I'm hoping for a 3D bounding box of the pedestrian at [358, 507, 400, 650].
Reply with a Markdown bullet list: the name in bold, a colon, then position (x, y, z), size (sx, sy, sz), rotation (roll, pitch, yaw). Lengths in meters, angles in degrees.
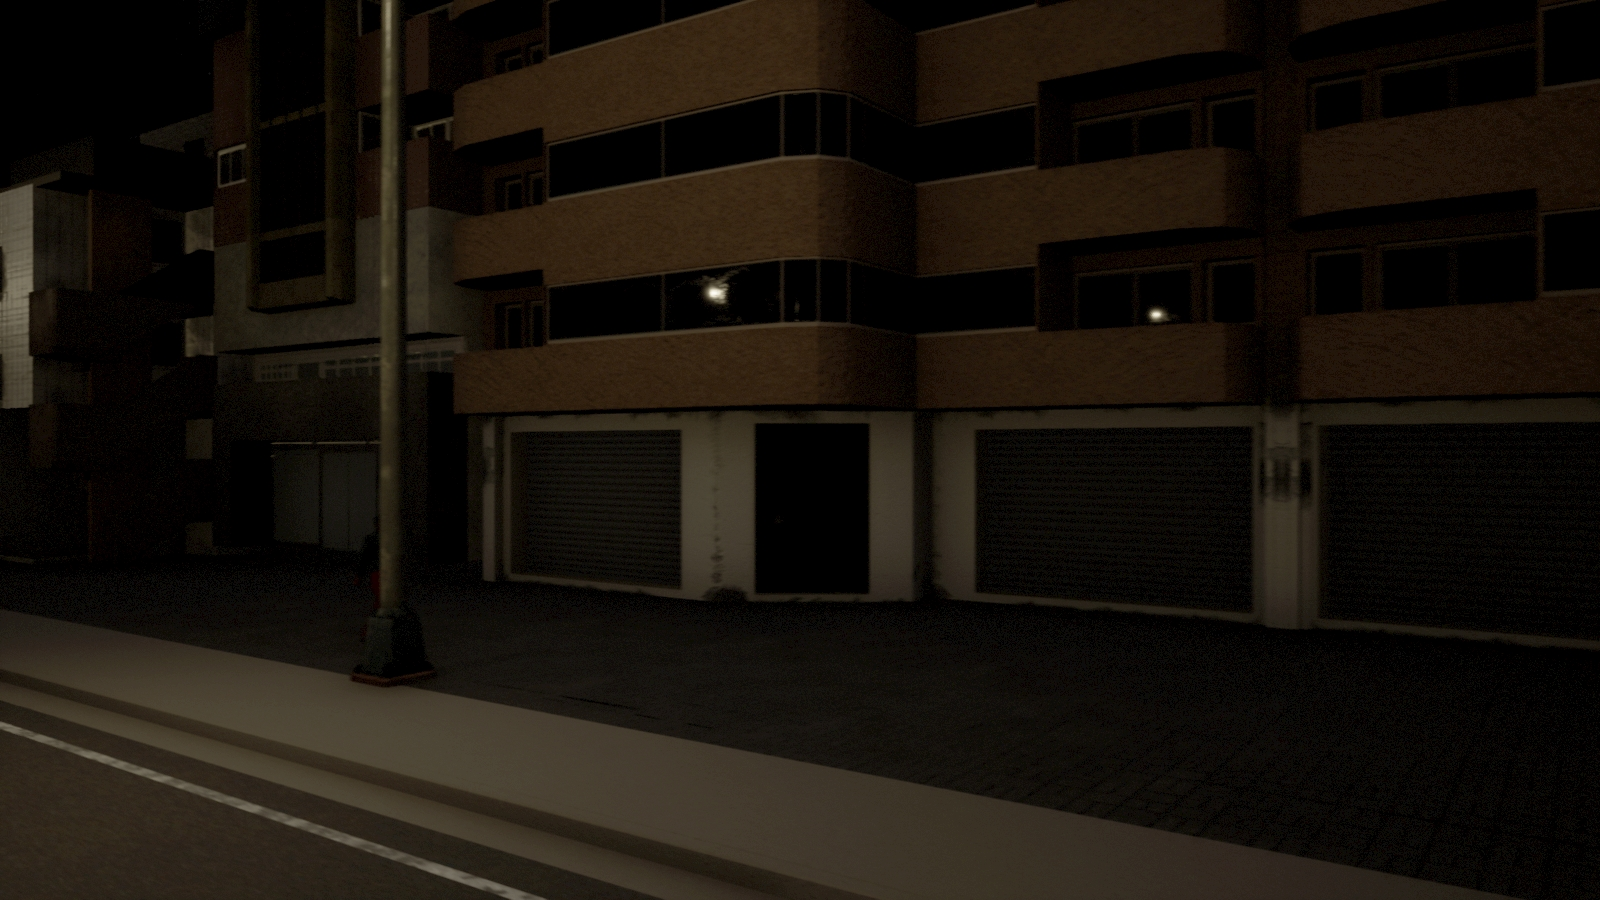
- **pedestrian**: position (-5.642, 1.703, 15.313), size (0.375, 1.860, 0.375), rotation (0, 0, 36)
